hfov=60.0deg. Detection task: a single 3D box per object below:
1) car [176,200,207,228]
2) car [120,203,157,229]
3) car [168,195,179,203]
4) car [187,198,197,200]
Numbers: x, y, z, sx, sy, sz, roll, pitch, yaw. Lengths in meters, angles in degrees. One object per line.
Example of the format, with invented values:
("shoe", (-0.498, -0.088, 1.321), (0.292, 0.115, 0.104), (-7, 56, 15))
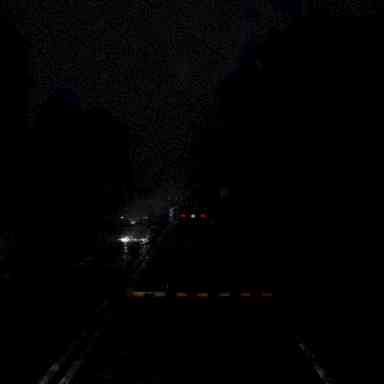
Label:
("car", (0.066, 1.519, 22.429), (2.033, 1.411, 5.357), (1, -1, 0))
("car", (-3.388, 1.485, 21.529), (2.128, 1.511, 4.902), (0, 0, 0))
("car", (-3.605, 1.333, 63.726), (1.882, 1.535, 5.008), (0, 0, 0))
("car", (-0.045, 1.488, 42.795), (2.033, 1.411, 5.357), (0, 0, 0))
